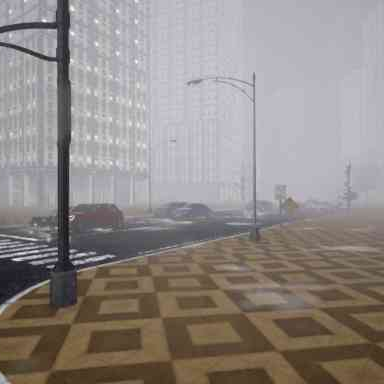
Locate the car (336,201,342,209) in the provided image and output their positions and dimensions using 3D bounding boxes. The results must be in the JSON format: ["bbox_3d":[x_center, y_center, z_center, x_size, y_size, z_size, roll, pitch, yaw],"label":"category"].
[{"bbox_3d":[21.860,1.940,51.129,1.895,1.301,4.718,0,0,31],"label":"car"}]

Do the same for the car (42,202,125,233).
[{"bbox_3d":[-6.355,1.468,20.505,2.097,1.767,4.553,0,-1,34],"label":"car"}]

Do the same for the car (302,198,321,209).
[{"bbox_3d":[19.065,1.831,52.789,1.882,1.535,5.008,0,0,31],"label":"car"}]

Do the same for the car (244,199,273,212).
[{"bbox_3d":[8.932,1.767,43.044,1.882,1.535,5.008,0,0,34],"label":"car"}]

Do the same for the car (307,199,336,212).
[{"bbox_3d":[16.753,1.885,42.910,1.895,1.301,4.718,0,-1,33],"label":"car"}]

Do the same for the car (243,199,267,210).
[{"bbox_3d":[9.456,1.846,49.721,1.837,1.490,4.892,0,-1,33],"label":"car"}]

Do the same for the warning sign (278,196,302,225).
[{"bbox_3d":[6.764,1.251,22.994,1.300,1.860,1.060,0,0,34],"label":"warning sign"}]

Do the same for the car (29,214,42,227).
[{"bbox_3d":[-8.429,1.685,23.272,2.033,1.411,5.357,0,-1,34],"label":"car"}]

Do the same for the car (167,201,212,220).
[{"bbox_3d":[0.128,1.717,30.048,1.812,1.442,4.674,0,-1,34],"label":"car"}]

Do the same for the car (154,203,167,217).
[{"bbox_3d":[-1.741,1.720,33.074,1.837,1.490,4.892,0,-1,34],"label":"car"}]

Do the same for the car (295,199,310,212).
[{"bbox_3d":[13.843,1.898,44.394,1.895,1.301,4.718,0,-1,33],"label":"car"}]
